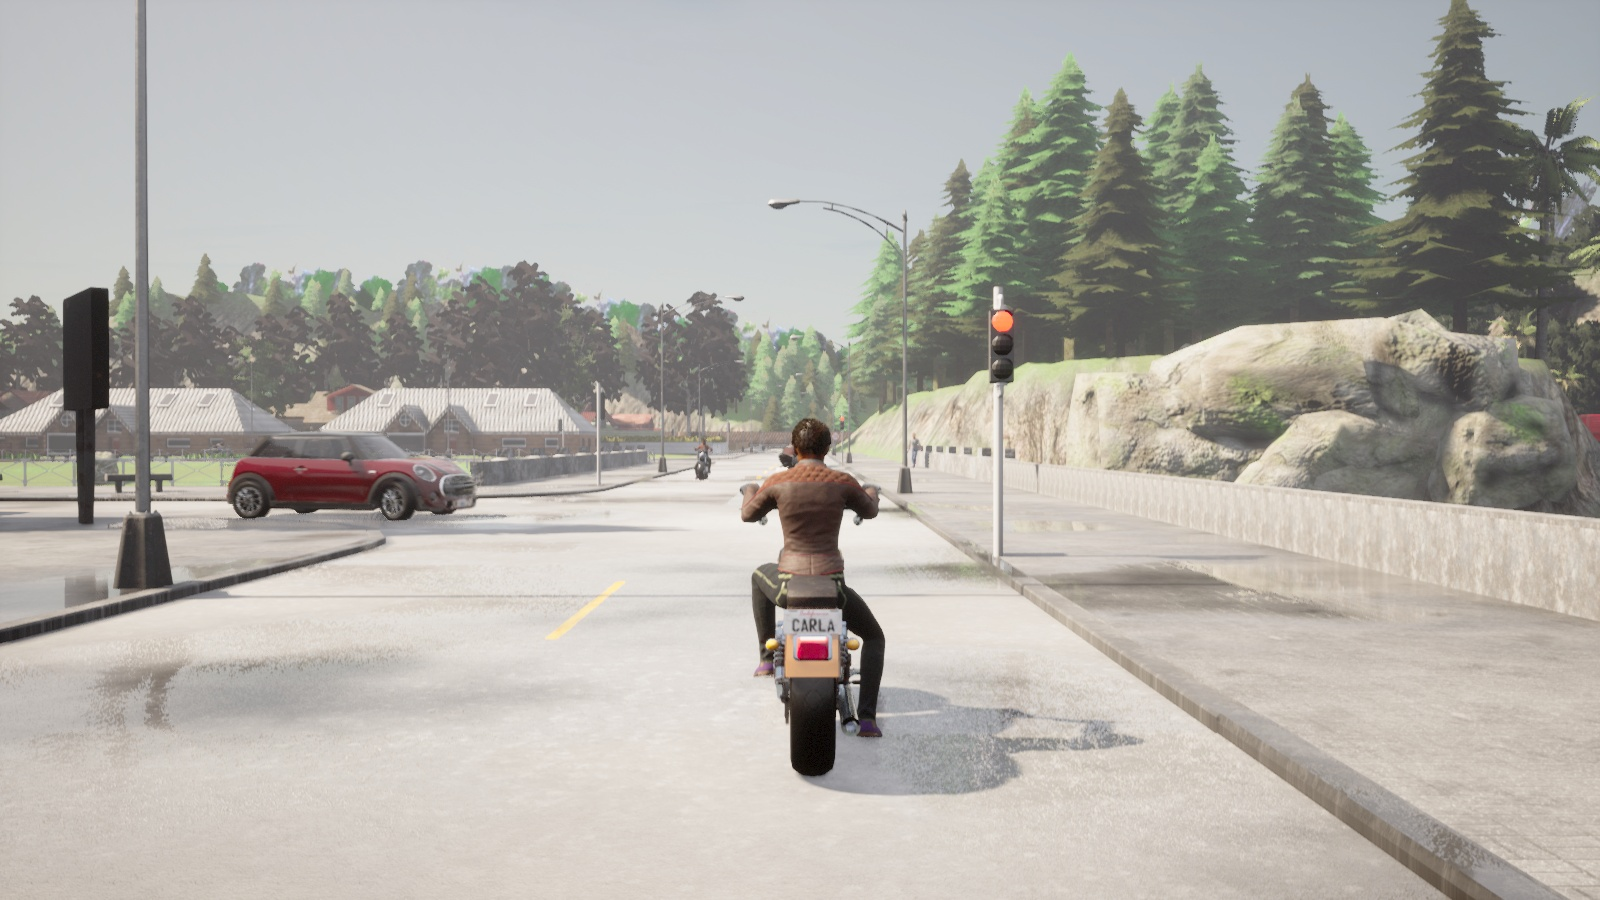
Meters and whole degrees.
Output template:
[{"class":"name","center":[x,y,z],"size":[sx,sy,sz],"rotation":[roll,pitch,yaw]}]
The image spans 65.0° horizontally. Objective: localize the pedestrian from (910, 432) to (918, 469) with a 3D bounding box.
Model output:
[{"class":"pedestrian","center":[5.660,0.024,62.454],"size":[0.354,1.836,0.706],"rotation":[0,0,2]}]

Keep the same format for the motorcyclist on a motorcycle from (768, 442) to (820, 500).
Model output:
[{"class":"motorcyclist on a motorcycle","center":[-0.154,0.543,34.031],"size":[0.866,1.530,2.191],"rotation":[-1,0,14]}]

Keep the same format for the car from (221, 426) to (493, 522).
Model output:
[{"class":"car","center":[-8.569,0.426,24.462],"size":[4.553,1.767,2.097],"rotation":[0,1,11]}]

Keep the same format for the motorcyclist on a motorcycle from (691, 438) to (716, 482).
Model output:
[{"class":"motorcyclist on a motorcycle","center":[-3.716,0.355,48.348],"size":[0.766,1.649,2.350],"rotation":[0,1,0]}]

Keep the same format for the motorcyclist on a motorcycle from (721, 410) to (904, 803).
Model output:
[{"class":"motorcyclist on a motorcycle","center":[0.055,0.652,6.437],"size":[0.766,1.649,2.350],"rotation":[0,0,0]}]
